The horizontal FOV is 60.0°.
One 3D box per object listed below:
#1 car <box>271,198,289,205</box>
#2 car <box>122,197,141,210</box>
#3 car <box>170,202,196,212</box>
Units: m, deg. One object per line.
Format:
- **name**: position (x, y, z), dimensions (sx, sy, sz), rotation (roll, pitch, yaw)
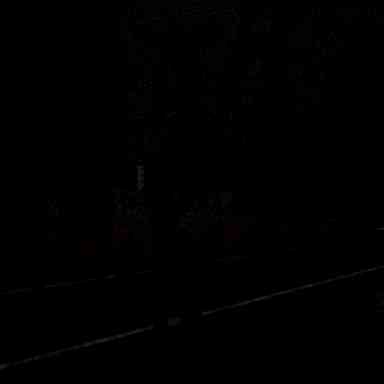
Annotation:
- **car**: position (18.235, 1.932, 69.083), dimensions (1.970, 1.475, 3.806), rotation (0, -1, -37)
- **car**: position (-11.231, 1.905, 59.235), dimensions (2.150, 2.045, 5.566), rotation (0, -1, -37)
- **car**: position (-1.345, 2.075, 45.909), dimensions (1.812, 1.442, 4.674), rotation (0, -1, -37)
